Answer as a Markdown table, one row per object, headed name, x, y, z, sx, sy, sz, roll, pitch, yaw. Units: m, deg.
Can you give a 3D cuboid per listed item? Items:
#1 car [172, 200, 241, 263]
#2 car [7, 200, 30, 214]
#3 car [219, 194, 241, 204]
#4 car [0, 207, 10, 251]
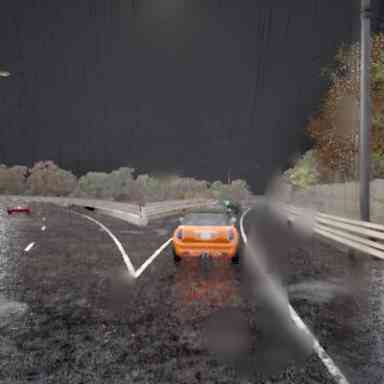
| name | x | y | z | sx | sy | sz | roll | pitch | yaw |
| --- | --- | --- | --- | --- | --- | --- | --- | --- | --- |
| car | 0.563 | 1.353 | 12.177 | 2.097 | 1.767 | 4.553 | 0 | 0 | 4 |
| car | -18.057 | 1.495 | 34.601 | 1.994 | 1.385 | 4.181 | 0 | 0 | -30 |
| car | 4.086 | 1.235 | 36.180 | 2.150 | 2.045 | 5.566 | 0 | 0 | 12 |
| car | -7.572 | 1.449 | 10.577 | 1.882 | 1.535 | 5.008 | 0 | 0 | -16 |
